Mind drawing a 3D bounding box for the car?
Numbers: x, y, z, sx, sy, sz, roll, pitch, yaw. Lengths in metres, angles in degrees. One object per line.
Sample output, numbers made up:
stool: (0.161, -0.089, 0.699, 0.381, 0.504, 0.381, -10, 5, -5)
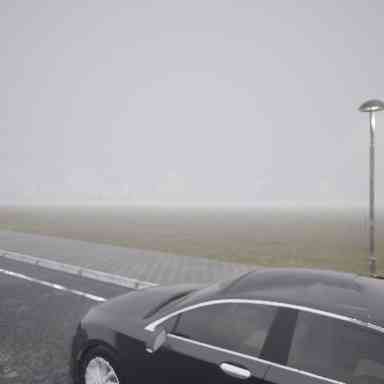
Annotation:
car: (0.858, 1.507, 3.098, 4.892, 1.490, 1.837, 1, 0, 36)
